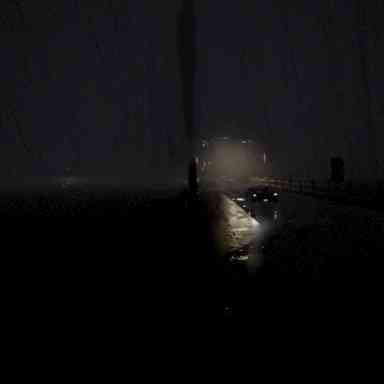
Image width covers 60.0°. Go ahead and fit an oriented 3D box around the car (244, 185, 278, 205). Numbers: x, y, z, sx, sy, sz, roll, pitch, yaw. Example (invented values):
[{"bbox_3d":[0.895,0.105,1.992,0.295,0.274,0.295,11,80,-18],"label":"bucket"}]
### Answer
[{"bbox_3d":[5.149,0.149,25.209,1.895,1.301,4.718,-3,3,2],"label":"car"}]
